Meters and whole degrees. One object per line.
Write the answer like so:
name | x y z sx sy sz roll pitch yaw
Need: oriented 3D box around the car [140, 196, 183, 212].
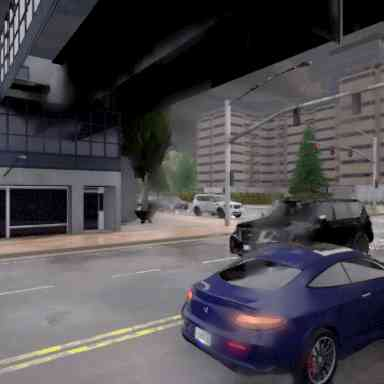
car | -3.611 1.497 38.264 2.128 1.511 4.902 0 0 -36

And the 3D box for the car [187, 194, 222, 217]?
car | 2.219 1.227 30.190 2.150 2.045 5.566 0 0 -36

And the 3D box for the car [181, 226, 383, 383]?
car | 2.011 1.527 5.231 4.674 1.442 1.812 0 0 -35

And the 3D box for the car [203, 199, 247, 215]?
car | 3.328 1.511 34.630 1.837 1.490 4.892 0 0 -36

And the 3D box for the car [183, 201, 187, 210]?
car | -2.401 1.359 42.571 2.097 1.767 4.553 0 0 -36

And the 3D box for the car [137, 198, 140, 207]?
car | -8.229 1.570 50.673 1.994 1.385 4.181 0 0 -36

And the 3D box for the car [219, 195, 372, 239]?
car | 3.805 1.224 11.040 5.566 2.045 2.150 0 0 -36
